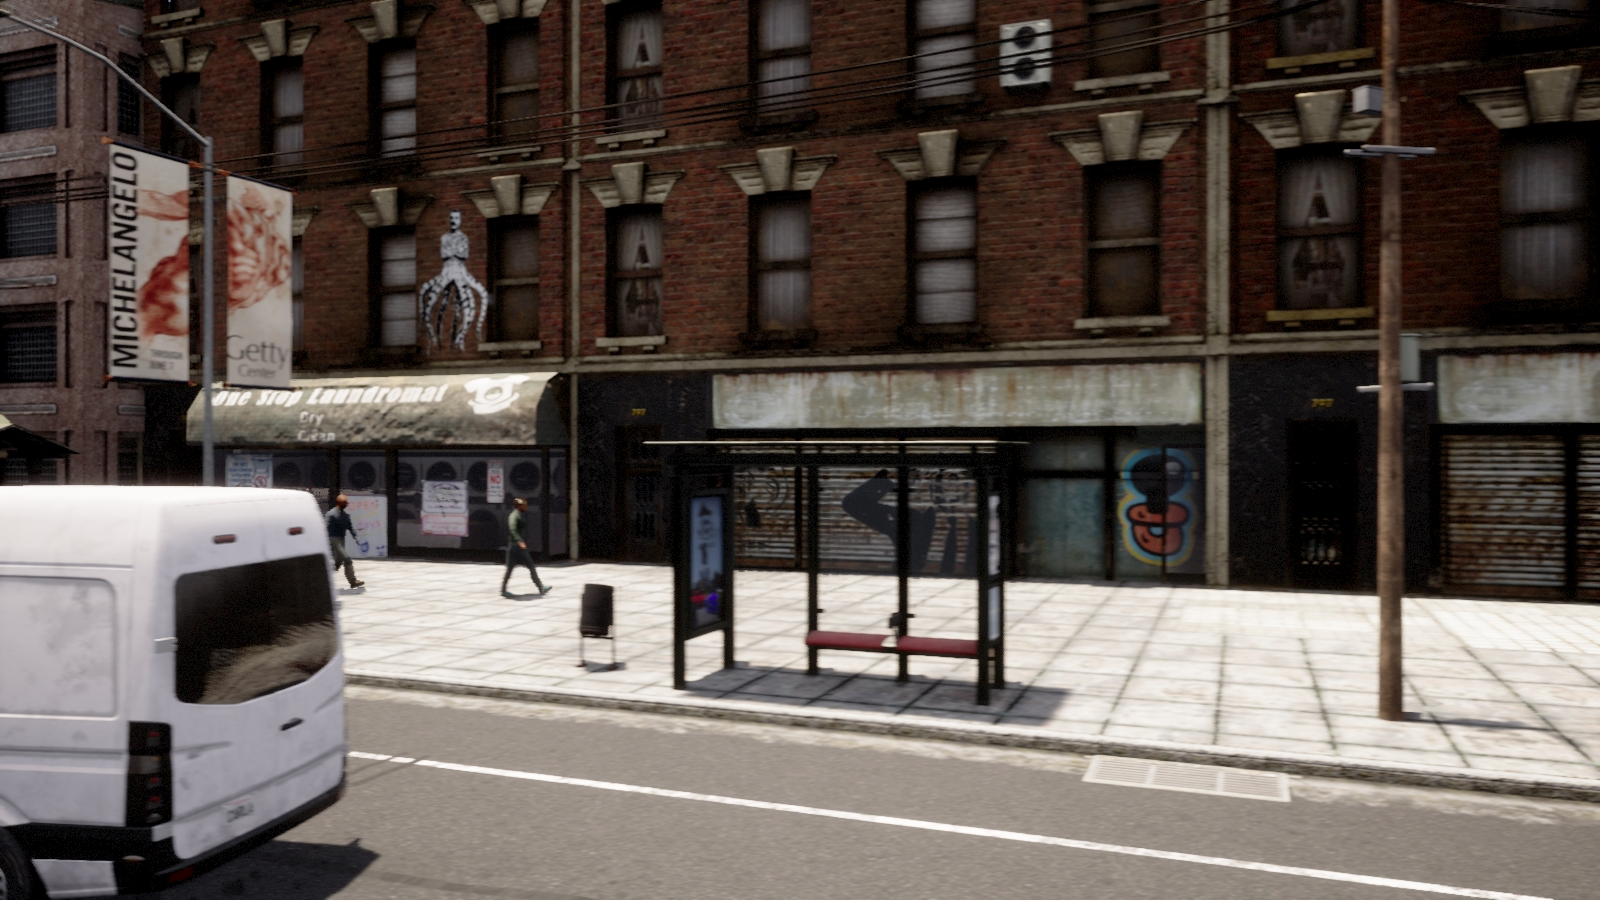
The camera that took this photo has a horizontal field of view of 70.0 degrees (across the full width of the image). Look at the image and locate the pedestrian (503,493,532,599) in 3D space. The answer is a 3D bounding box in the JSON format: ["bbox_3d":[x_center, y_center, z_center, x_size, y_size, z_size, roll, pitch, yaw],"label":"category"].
[{"bbox_3d":[-5.045,1.698,20.418,0.375,1.860,0.375,0,0,10],"label":"pedestrian"}]

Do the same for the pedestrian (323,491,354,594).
[{"bbox_3d":[-8.544,1.698,21.143,0.375,1.860,0.375,0,0,18],"label":"pedestrian"}]

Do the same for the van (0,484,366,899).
[{"bbox_3d":[-6.167,1.535,7.660,5.915,2.561,1.988,0,0,10],"label":"van"}]
